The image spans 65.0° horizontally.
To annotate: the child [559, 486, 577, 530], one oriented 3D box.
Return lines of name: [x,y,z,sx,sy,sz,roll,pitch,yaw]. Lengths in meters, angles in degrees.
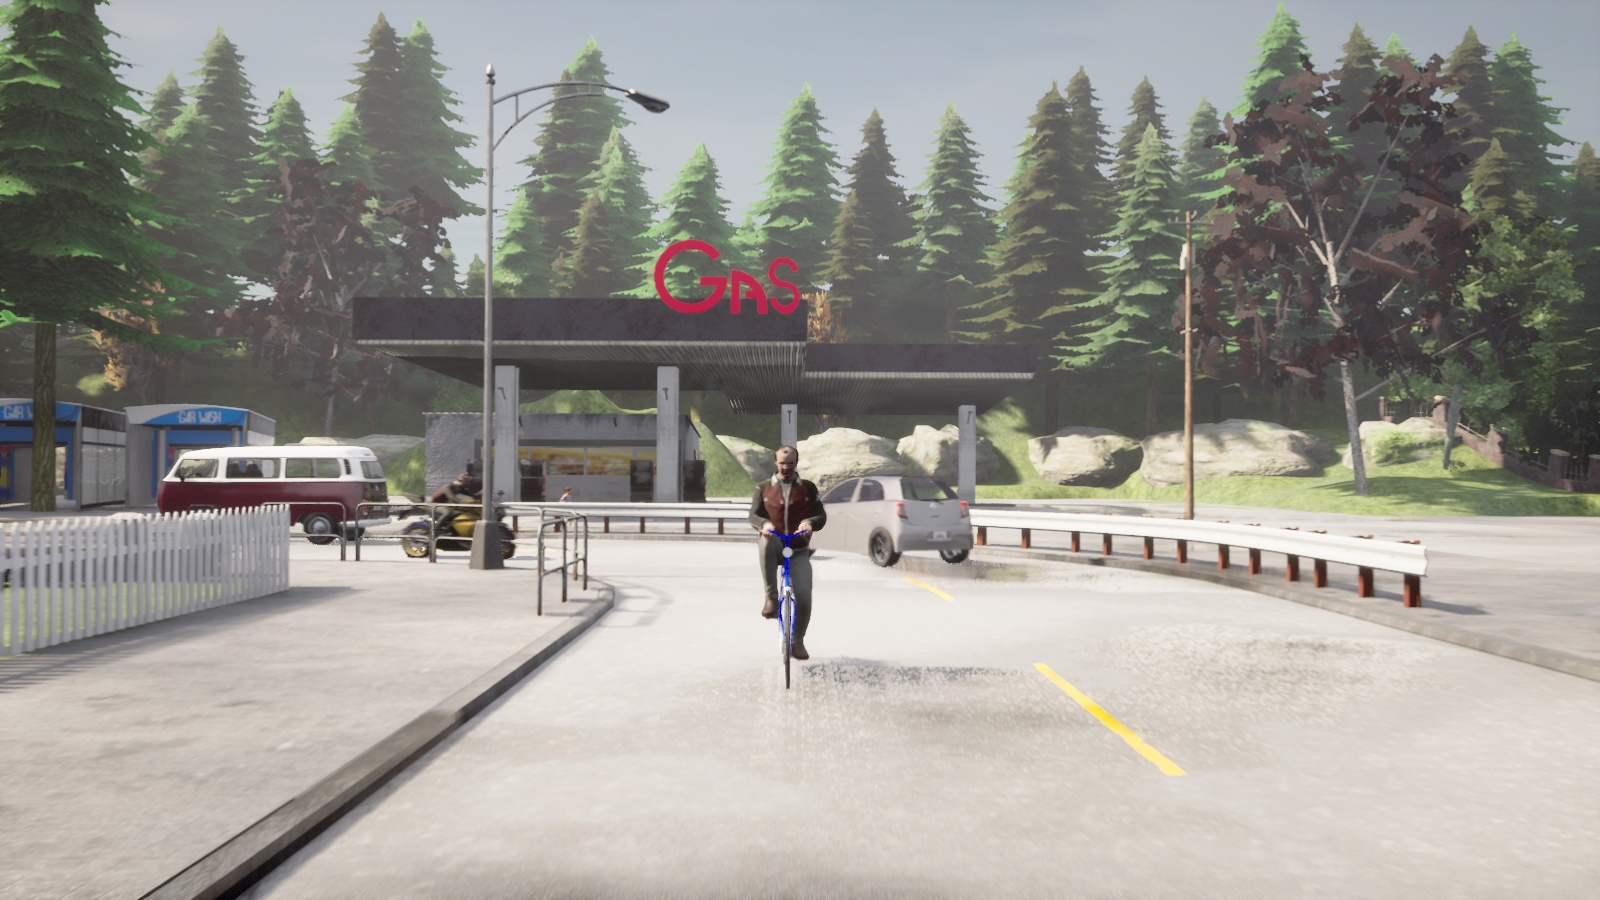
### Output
child: [-5.862,1.457,31.723,0.394,1.110,0.255,0,-1,11]

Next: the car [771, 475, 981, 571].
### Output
car: [1.228,1.189,21.810,1.845,1.501,3.633,1,-1,-33]

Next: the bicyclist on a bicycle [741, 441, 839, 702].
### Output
bicyclist on a bicycle: [-0.089,0.844,9.506,0.659,1.776,1.843,0,-1,-1]

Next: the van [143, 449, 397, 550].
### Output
van: [-11.107,1.025,26.532,4.480,2.038,2.069,0,-1,2]

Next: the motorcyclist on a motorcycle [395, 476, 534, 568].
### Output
motorcyclist on a motorcycle: [-5.869,1.241,22.023,2.191,1.530,0.866,0,0,14]
